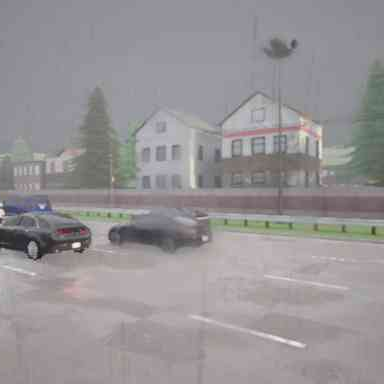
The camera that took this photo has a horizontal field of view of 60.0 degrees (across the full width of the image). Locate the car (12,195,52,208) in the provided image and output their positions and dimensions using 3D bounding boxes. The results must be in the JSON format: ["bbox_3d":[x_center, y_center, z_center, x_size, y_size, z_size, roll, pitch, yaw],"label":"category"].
[{"bbox_3d":[-13.335,1.235,26.367,5.566,2.045,2.150,0,0,36],"label":"car"}]

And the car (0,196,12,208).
[{"bbox_3d":[-15.406,1.234,23.544,5.566,2.045,2.150,0,0,36],"label":"car"}]

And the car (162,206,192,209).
[{"bbox_3d":[-1.314,1.495,17.787,4.902,1.511,2.128,0,0,36],"label":"car"}]

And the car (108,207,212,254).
[{"bbox_3d":[-1.374,1.530,13.511,4.674,1.442,1.812,0,0,36],"label":"car"}]

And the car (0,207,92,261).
[{"bbox_3d":[-5.775,1.510,12.375,4.892,1.490,1.837,0,0,36],"label":"car"}]
